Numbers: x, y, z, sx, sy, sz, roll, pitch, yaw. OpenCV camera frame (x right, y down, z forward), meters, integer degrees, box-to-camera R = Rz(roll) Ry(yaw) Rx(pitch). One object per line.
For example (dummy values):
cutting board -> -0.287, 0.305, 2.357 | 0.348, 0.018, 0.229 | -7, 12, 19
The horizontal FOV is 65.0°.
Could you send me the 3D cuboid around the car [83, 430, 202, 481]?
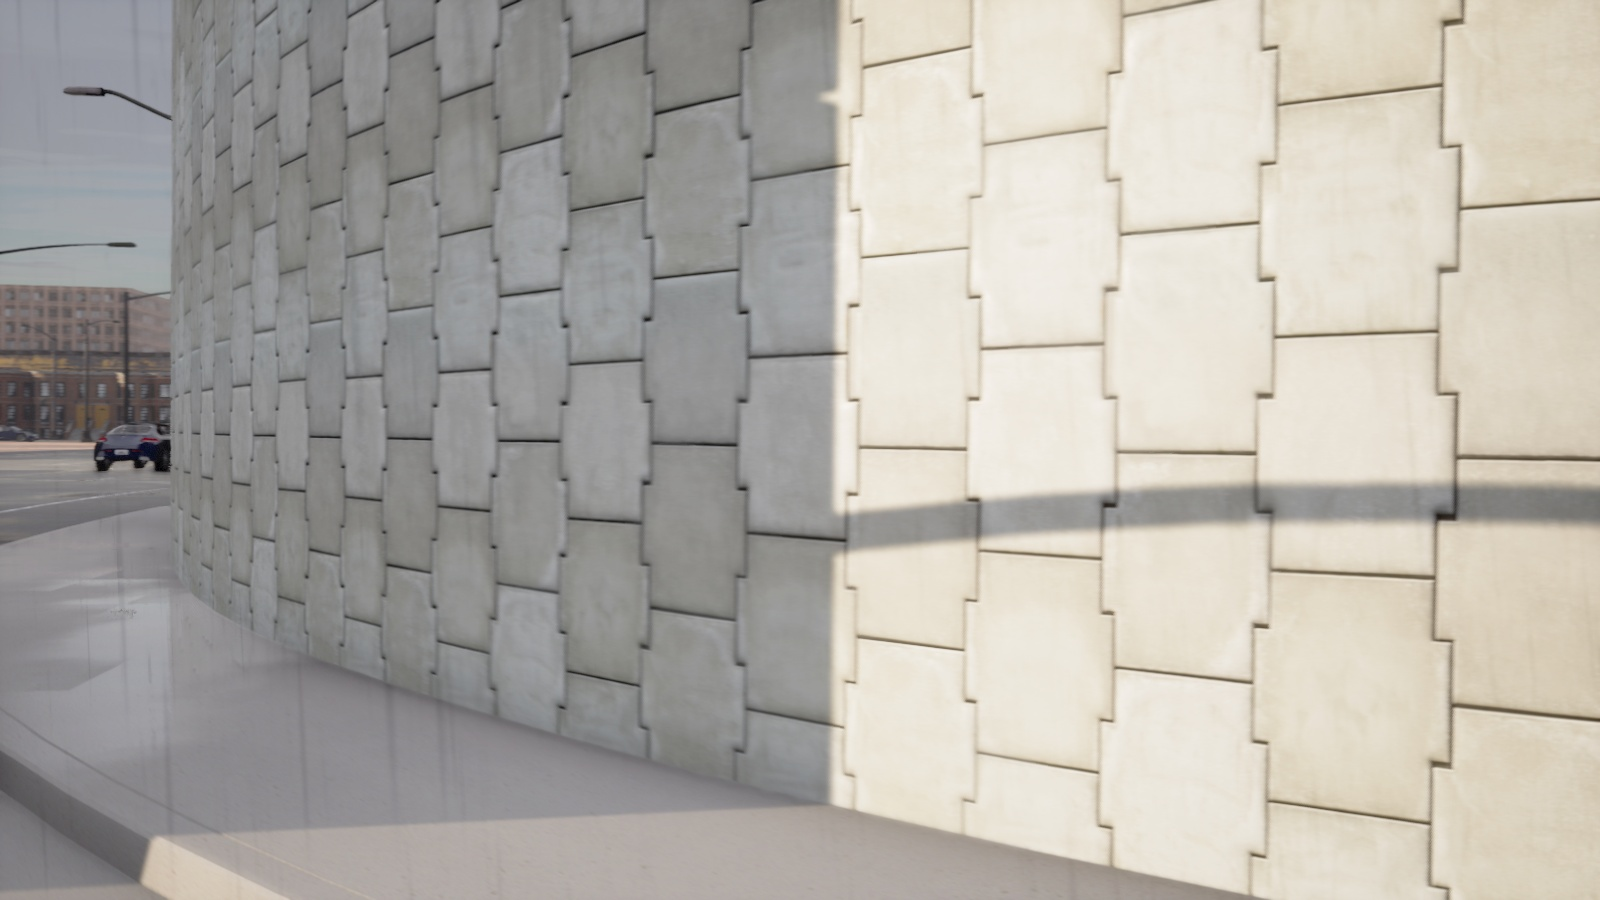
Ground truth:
car -> -22.767, 0.143, 43.717 | 2.152, 1.651, 5.027 | -1, 1, -9
